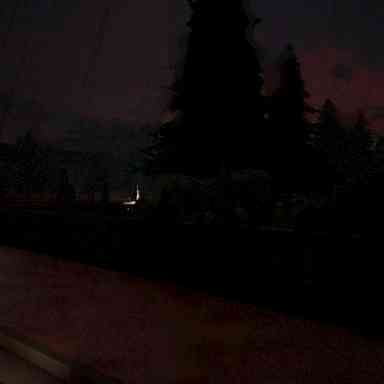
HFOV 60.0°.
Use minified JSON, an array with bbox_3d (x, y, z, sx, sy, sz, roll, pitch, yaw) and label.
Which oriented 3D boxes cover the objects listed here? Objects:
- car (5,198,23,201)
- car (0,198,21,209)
[{"bbox_3d":[-23.717,1.491,41.856,2.128,1.511,4.902,0,0,36],"label":"car"},{"bbox_3d":[-25.877,1.526,44.849,1.812,1.442,4.674,0,0,36],"label":"car"}]
